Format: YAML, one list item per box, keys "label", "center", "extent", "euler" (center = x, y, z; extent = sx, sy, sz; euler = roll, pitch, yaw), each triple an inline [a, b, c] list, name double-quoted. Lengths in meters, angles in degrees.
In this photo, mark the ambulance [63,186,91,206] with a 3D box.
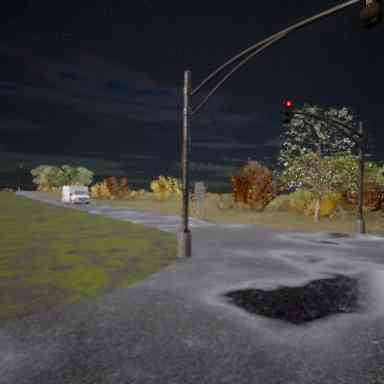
- label: "ambulance"
  center: [-14.577, 0.475, 42.035]
  extent: [2.351, 2.431, 6.366]
  euler: [1, 0, -32]
